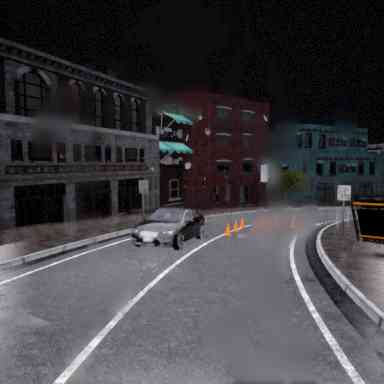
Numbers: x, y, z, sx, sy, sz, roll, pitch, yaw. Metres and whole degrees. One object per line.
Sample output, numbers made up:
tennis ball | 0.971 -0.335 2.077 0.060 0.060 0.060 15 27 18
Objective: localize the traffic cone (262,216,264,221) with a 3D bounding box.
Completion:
traffic cone | 4.730 1.933 22.328 0.340 0.580 0.340 2 1 19

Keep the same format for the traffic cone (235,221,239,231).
traffic cone | 2.491 1.903 18.874 0.340 0.580 0.340 2 1 19

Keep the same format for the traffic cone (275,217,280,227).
traffic cone | 5.670 1.971 22.006 0.340 0.580 0.340 2 1 18

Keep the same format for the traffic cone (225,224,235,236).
traffic cone | 1.841 1.905 16.983 0.340 0.580 0.340 2 0 19

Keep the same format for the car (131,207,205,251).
car | -0.808 1.408 14.066 2.128 1.511 4.902 1 1 18

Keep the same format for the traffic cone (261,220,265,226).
traffic cone | 4.050 2.054 20.204 0.340 0.340 0.580 2 1 -11

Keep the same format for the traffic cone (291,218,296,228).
traffic cone | 6.616 2.010 21.686 0.340 0.580 0.340 2 1 19

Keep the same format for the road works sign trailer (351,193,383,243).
road works sign trailer | 7.114 1.155 10.546 3.560 2.380 2.880 2 45 37
